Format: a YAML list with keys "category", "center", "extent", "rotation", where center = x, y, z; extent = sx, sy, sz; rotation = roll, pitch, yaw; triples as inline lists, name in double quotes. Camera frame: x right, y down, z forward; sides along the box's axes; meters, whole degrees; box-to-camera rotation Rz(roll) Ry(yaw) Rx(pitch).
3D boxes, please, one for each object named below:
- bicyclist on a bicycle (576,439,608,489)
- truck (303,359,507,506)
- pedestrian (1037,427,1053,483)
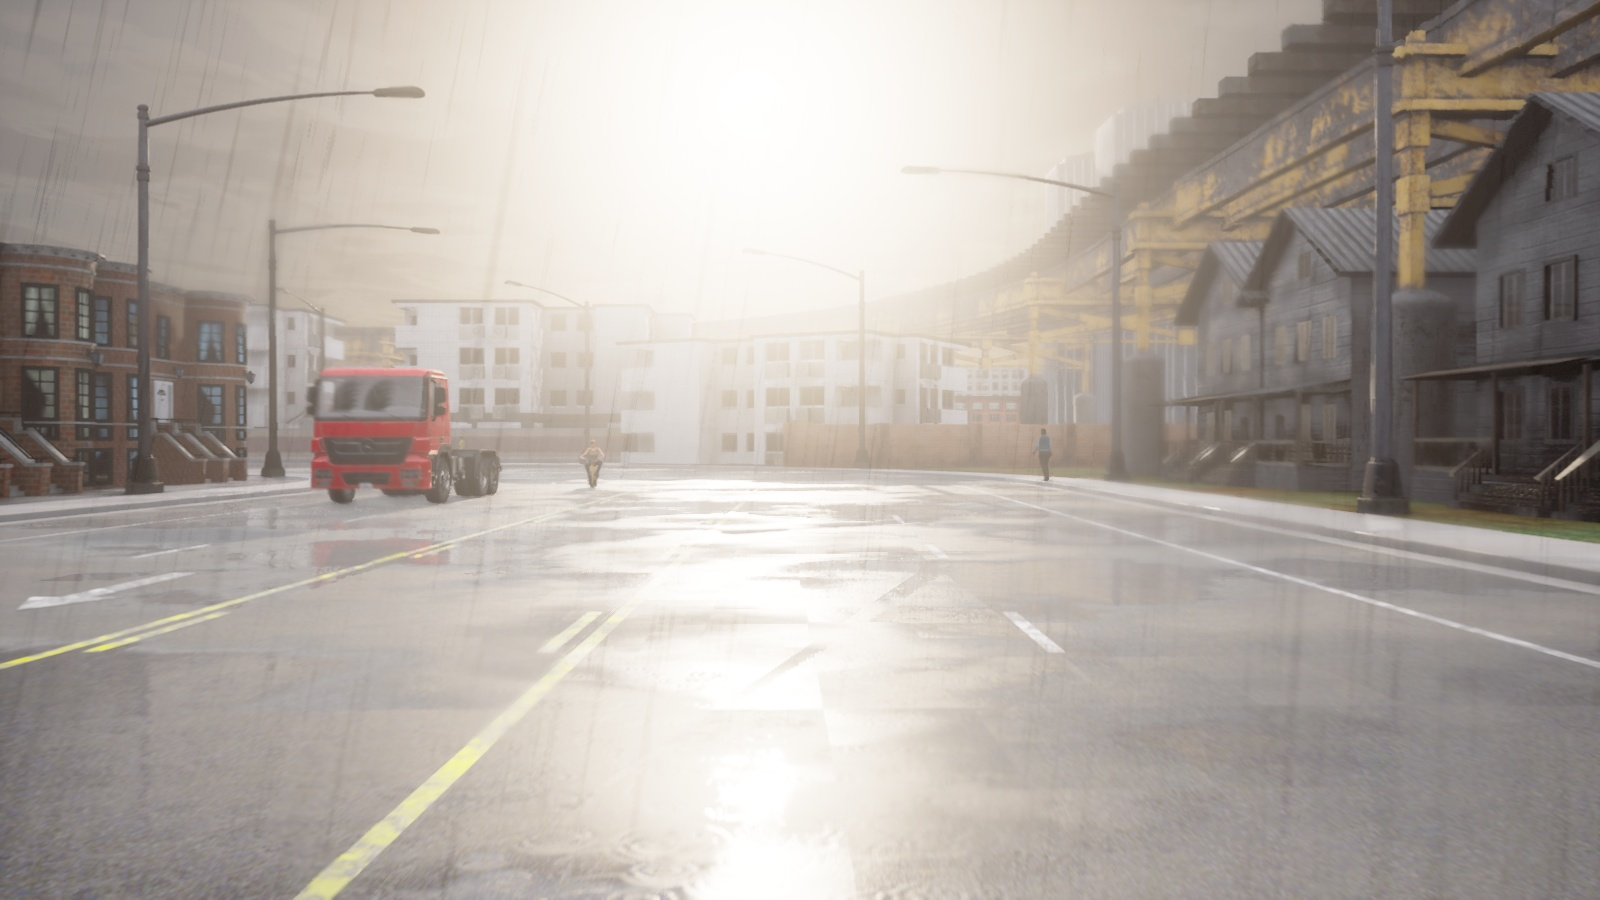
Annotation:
- category: "bicyclist on a bicycle"
  center: [-6.883, 0.443, 41.663]
  extent: [0.866, 1.612, 1.509]
  rotation: [-1, 0, -2]
- category: "truck"
  center: [-10.263, -0.433, 33.642]
  extent: [2.891, 3.462, 7.936]
  rotation: [0, 0, 0]
- category: "pedestrian"
  center: [8.501, 0.163, 43.612]
  extent: [0.396, 1.930, 0.692]
  rotation: [0, 0, -3]
